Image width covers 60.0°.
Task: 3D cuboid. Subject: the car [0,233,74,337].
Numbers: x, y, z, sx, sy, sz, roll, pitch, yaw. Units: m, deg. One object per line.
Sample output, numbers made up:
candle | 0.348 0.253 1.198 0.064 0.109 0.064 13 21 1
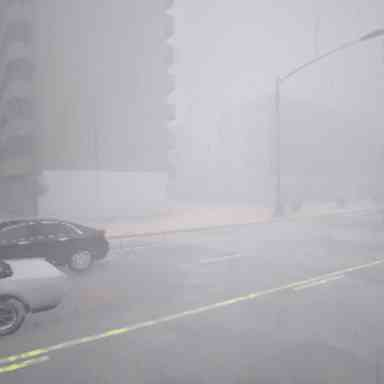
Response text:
car | -4.522 1.600 5.066 4.718 1.301 1.895 0 0 -36

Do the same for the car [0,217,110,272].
car | -4.749 1.504 9.204 4.892 1.490 1.837 0 0 -36
